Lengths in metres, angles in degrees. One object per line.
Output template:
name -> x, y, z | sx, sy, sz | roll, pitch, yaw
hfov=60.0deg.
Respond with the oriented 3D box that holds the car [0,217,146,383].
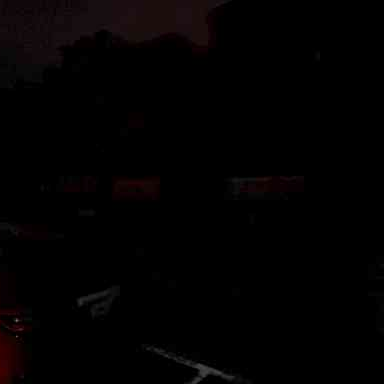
car -> -2.898, 1.299, 4.892 | 5.009, 1.841, 2.192 | 0, -1, 35
